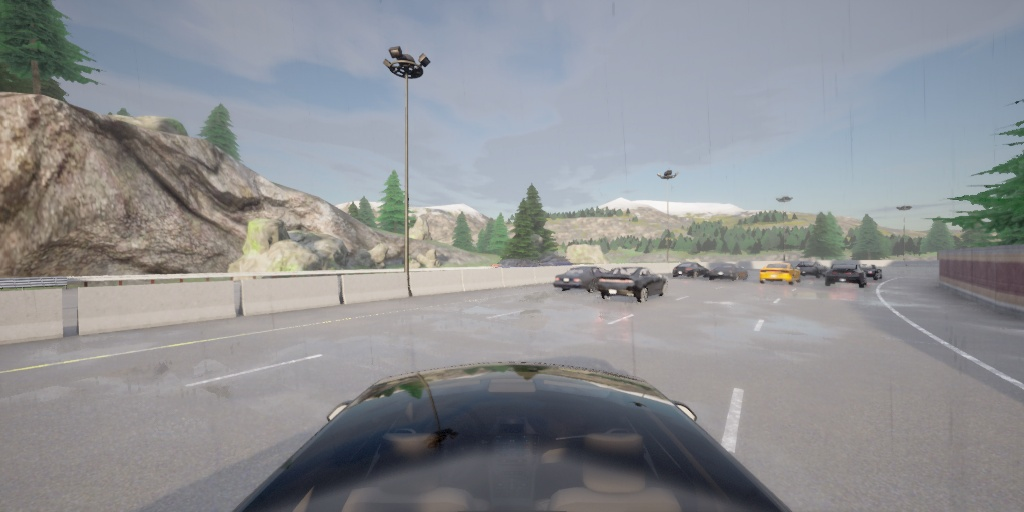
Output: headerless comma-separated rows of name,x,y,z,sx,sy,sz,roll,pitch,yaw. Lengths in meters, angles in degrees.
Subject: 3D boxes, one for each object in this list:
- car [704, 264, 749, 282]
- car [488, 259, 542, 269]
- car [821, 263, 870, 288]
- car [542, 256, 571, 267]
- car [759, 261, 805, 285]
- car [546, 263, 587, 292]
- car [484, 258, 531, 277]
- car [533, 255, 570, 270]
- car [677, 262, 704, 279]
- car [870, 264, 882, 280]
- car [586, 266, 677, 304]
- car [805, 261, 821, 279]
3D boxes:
car,17.730,1.313,29.260,4.181,1.385,1.994,0,0,-43
car,0.220,1.102,31.796,2.097,1.767,4.553,0,0,43
car,22.479,1.255,24.109,4.892,1.490,1.837,0,0,-43
car,5.868,1.101,47.102,4.553,1.767,2.097,0,0,-41
car,19.747,1.228,26.340,5.008,1.535,1.882,0,0,-44
car,4.484,1.297,20.640,2.033,1.411,5.357,0,0,41
car,-0.385,1.102,36.251,2.097,1.767,4.553,0,0,44
car,5.728,0.976,51.667,5.566,2.045,2.150,1,0,-40
car,16.296,1.276,32.700,4.674,1.442,1.812,0,0,-43
car,30.417,1.351,30.944,4.718,1.301,1.895,0,0,-39
car,5.673,1.242,16.558,2.128,1.511,4.902,0,0,39
car,27.685,1.242,33.218,4.902,1.511,2.128,0,0,-39
